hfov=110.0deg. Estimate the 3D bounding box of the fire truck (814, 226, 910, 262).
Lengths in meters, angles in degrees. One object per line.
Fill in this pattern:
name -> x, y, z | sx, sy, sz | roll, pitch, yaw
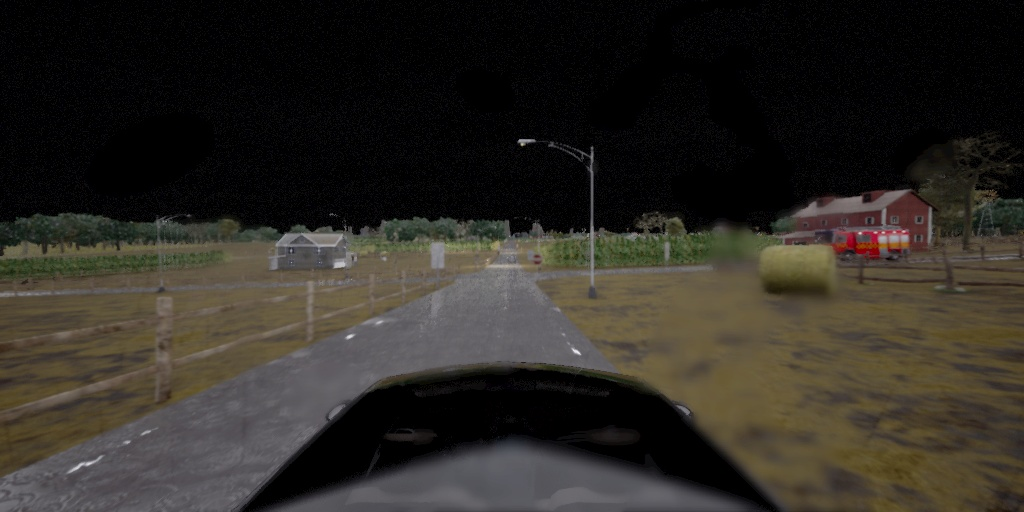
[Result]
fire truck -> 39.249, -1.328, 40.462 | 8.468, 3.827, 2.891 | -2, 2, 0
